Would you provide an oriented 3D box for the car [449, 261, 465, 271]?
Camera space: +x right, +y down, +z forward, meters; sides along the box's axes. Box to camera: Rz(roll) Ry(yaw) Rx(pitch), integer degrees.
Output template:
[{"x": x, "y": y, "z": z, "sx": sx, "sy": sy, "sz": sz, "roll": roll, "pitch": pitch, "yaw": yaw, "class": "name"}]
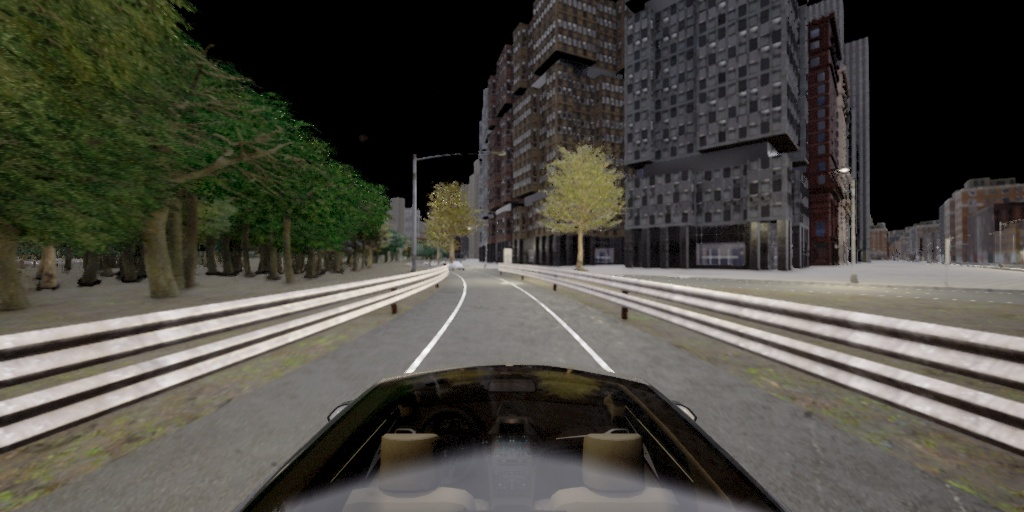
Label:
[{"x": -8.605, "y": 1.527, "z": 55.921, "sx": 1.812, "sy": 1.442, "sz": 4.674, "roll": 0, "pitch": 0, "yaw": -20, "class": "car"}]
